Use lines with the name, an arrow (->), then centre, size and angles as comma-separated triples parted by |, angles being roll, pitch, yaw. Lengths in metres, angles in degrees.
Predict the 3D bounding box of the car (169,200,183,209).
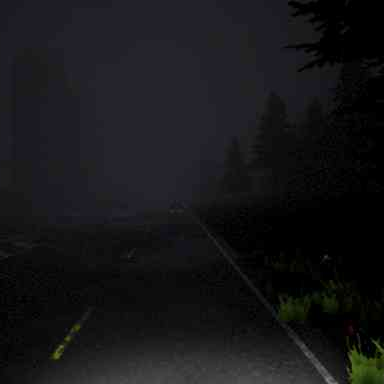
car -> -2.309, 1.793, 48.058 | 1.895, 1.301, 4.718 | -1, 0, -3

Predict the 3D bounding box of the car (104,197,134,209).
car -> -11.691, 1.891, 52.276 | 4.181, 1.381, 1.994 | -1, 0, -4

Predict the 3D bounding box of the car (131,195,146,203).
car -> -13.884, 1.964, 85.215 | 3.988, 1.617, 1.851 | -1, 0, -4
